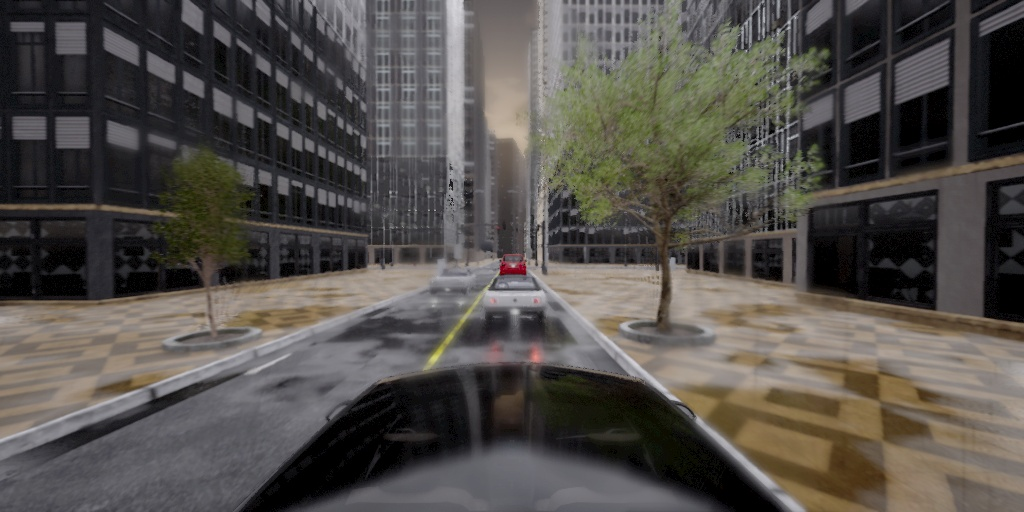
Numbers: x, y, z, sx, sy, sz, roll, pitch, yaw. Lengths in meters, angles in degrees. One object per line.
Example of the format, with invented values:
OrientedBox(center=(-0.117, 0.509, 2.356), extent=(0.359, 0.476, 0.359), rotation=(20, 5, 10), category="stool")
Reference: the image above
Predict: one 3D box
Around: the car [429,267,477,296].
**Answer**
OrientedBox(center=(-3.062, 1.294, 19.212), extent=(1.895, 1.301, 4.718), rotation=(0, 0, 0), category="car")

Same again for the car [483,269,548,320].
OrientedBox(center=(0.098, 1.315, 12.496), extent=(1.895, 1.301, 4.718), rotation=(0, 0, 0), category="car")

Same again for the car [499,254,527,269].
OrientedBox(center=(0.096, 0.883, 30.301), extent=(2.150, 2.045, 5.566), rotation=(0, 0, 0), category="car")
